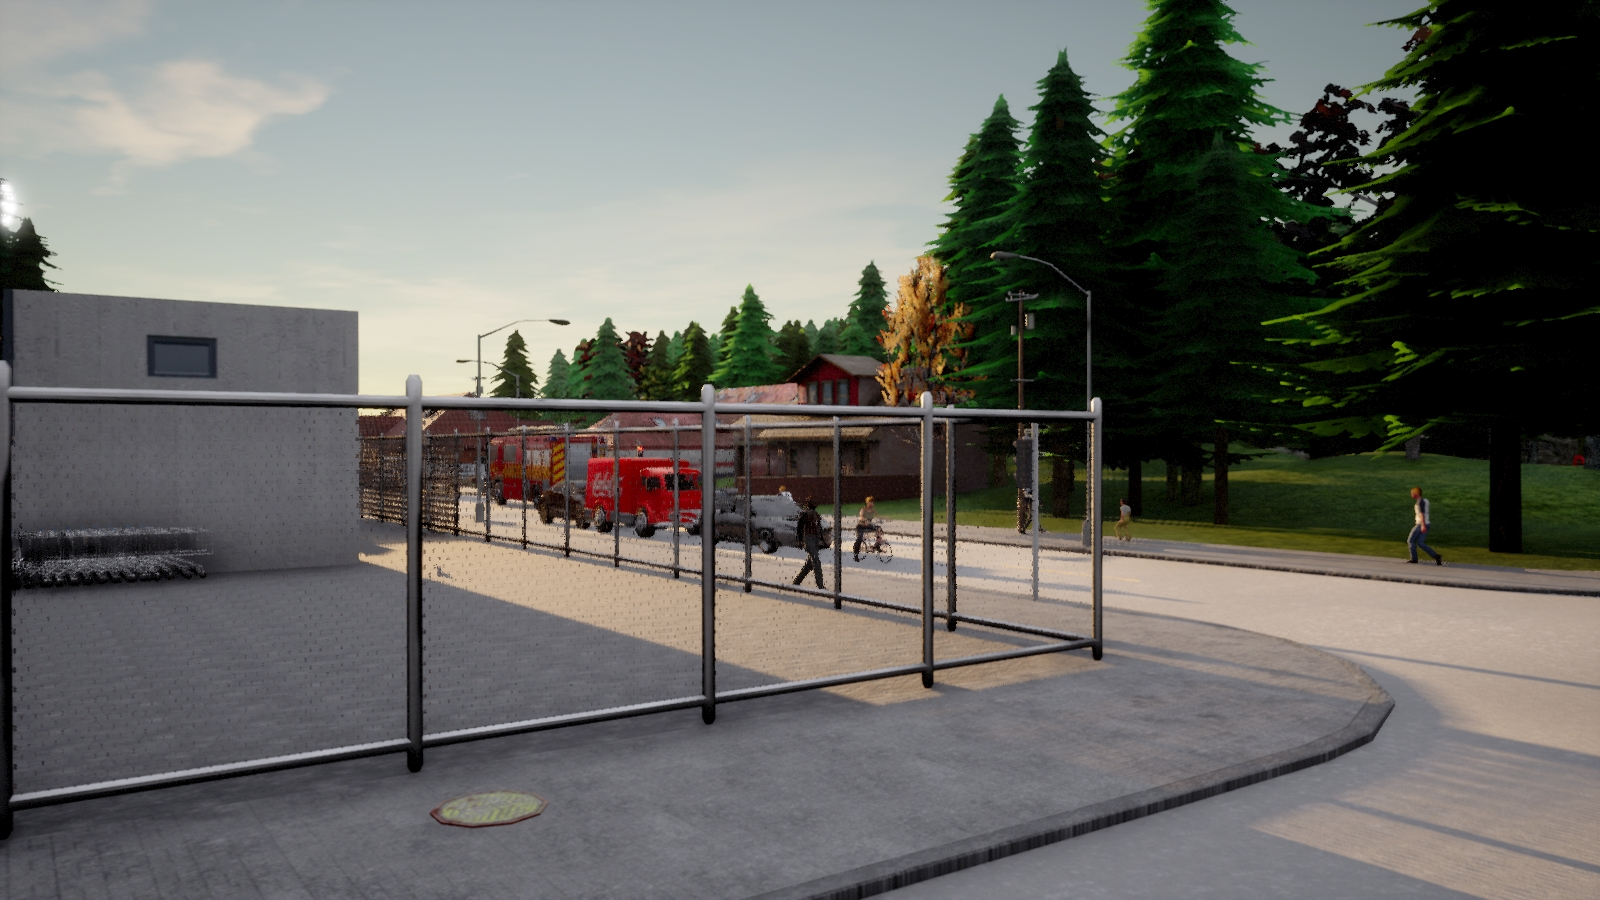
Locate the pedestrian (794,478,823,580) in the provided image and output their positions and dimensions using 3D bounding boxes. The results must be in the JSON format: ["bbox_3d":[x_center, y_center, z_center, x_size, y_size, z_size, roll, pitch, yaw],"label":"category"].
[{"bbox_3d":[0.151,1.467,21.262,0.375,1.860,0.375,0,0,-43],"label":"pedestrian"}]

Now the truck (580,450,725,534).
[{"bbox_3d":[-4.913,1.272,37.381,2.627,2.467,5.204,0,1,-35],"label":"truck"}]

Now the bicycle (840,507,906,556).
[{"bbox_3d":[1.771,1.969,27.809,0.859,1.080,1.487,0,0,-35],"label":"bicycle"}]

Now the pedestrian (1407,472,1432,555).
[{"bbox_3d":[14.039,1.425,25.874,0.375,1.860,0.375,0,0,-39],"label":"pedestrian"}]

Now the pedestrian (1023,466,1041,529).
[{"bbox_3d":[6.992,1.429,34.445,0.375,1.860,0.375,0,0,-41],"label":"pedestrian"}]

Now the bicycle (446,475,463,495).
[{"bbox_3d":[-19.318,1.957,63.873,0.859,1.080,1.487,0,0,-19],"label":"bicycle"}]

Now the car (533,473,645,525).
[{"bbox_3d":[-7.758,1.708,41.537,2.152,1.651,5.027,0,0,-34],"label":"car"}]

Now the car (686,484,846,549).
[{"bbox_3d":[-1.031,1.776,31.811,2.163,1.488,4.792,0,0,-35],"label":"car"}]

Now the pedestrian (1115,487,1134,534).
[{"bbox_3d":[9.226,1.707,32.482,0.375,1.300,0.375,0,0,-33],"label":"pedestrian"}]

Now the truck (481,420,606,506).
[{"bbox_3d":[-12.550,0.589,55.255,2.891,3.827,8.468,0,0,-35],"label":"truck"}]
